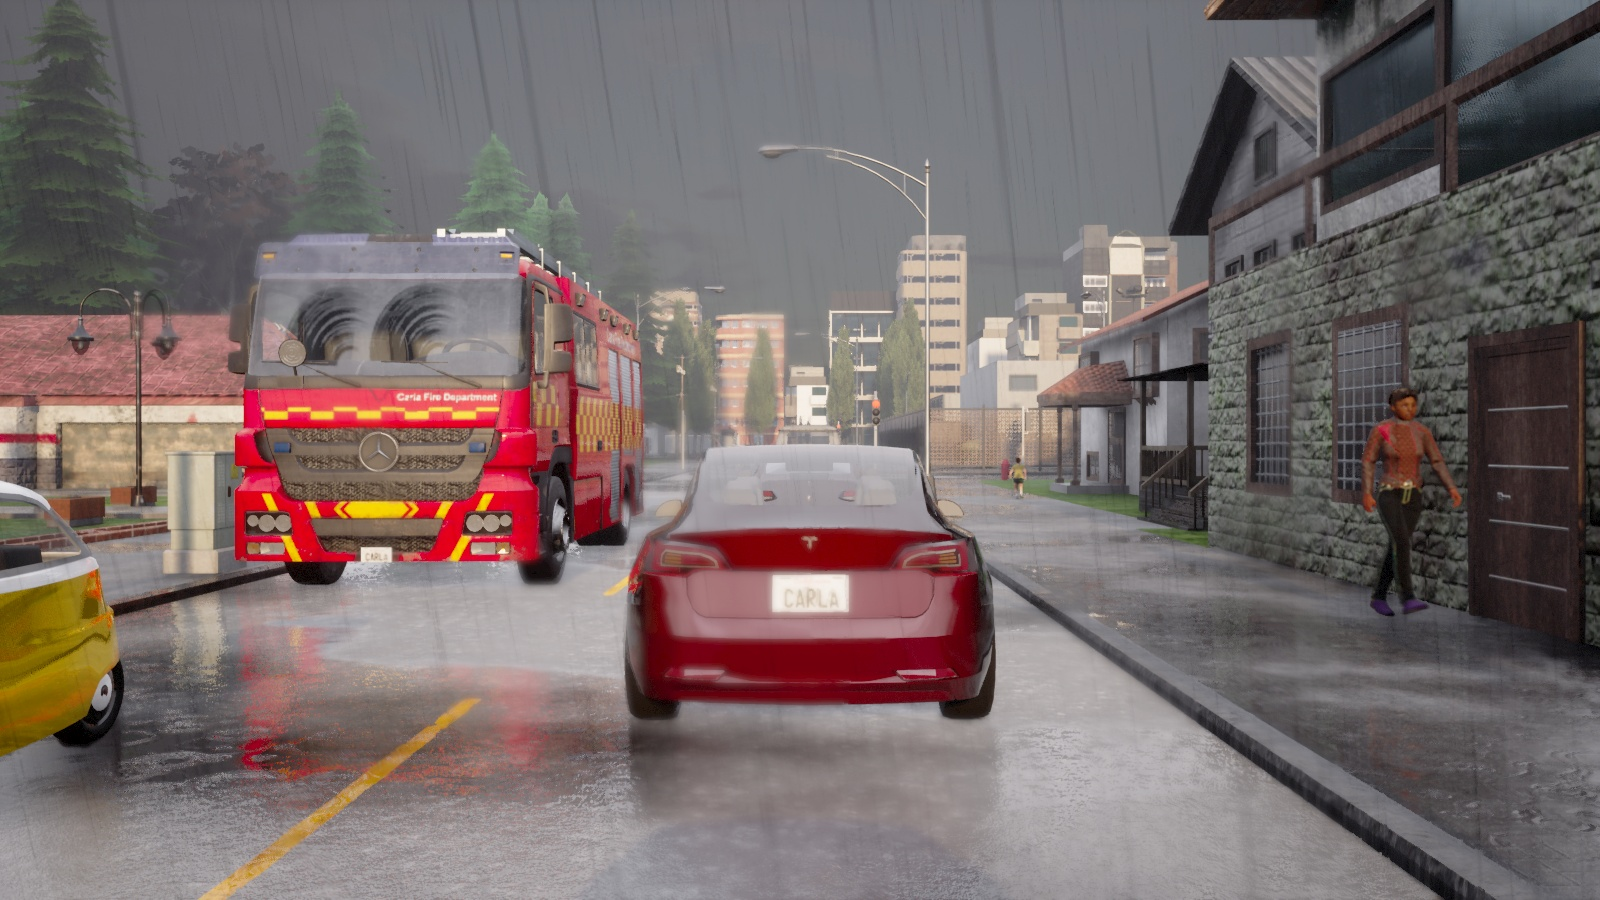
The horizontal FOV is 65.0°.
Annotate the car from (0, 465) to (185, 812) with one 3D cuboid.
[{"bbox_3d":[-3.954,0.767,5.450,1.481,1.376,2.207,0,0,0],"label":"car"}]

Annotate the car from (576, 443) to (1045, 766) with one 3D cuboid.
[{"bbox_3d":[0.061,0.700,8.198,2.163,1.488,4.792,0,0,0],"label":"car"}]

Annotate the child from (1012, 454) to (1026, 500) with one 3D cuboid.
[{"bbox_3d":[5.403,0.666,30.992,0.255,1.110,0.394,0,0,0],"label":"child"}]

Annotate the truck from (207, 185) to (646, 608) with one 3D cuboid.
[{"bbox_3d":[-3.897,-0.509,15.604,2.891,3.827,8.468,0,0,0],"label":"truck"}]

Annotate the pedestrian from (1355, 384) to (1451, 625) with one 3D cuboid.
[{"bbox_3d":[4.697,0.404,9.817,0.328,1.805,0.869,0,0,0],"label":"pedestrian"}]

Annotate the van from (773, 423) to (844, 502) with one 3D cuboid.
[{"bbox_3d":[0.212,0.308,33.971,1.775,1.987,4.442,0,0,0],"label":"van"}]
